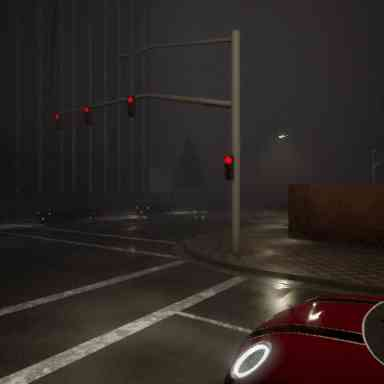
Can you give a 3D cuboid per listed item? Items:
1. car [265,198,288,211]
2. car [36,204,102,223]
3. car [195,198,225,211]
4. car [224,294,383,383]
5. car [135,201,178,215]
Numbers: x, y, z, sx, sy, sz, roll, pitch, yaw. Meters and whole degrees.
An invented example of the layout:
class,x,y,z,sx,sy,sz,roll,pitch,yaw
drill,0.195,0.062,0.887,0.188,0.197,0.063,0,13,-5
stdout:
class,x,y,z,sx,sy,sz,roll,pitch,yaw
car,10.746,1.491,41.332,2.128,1.511,4.902,0,0,36
car,-9.319,1.601,25.455,1.895,1.301,4.718,0,0,35
car,2.306,1.491,41.820,2.128,1.511,4.902,0,0,36
car,2.449,1.352,2.211,4.553,1.767,2.097,0,0,36
car,-3.538,1.601,33.610,1.895,1.301,4.718,0,0,35
